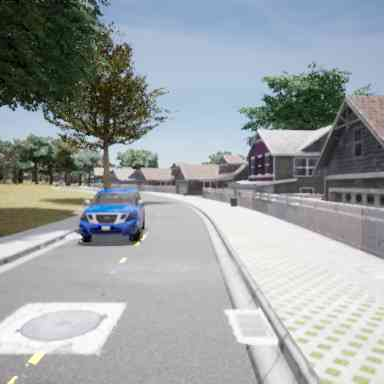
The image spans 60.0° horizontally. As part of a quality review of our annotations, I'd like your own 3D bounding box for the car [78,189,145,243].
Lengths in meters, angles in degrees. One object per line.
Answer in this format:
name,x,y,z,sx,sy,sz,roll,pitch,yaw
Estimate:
car,-3.281,0.881,14.589,2.150,2.045,5.566,0,1,-5
